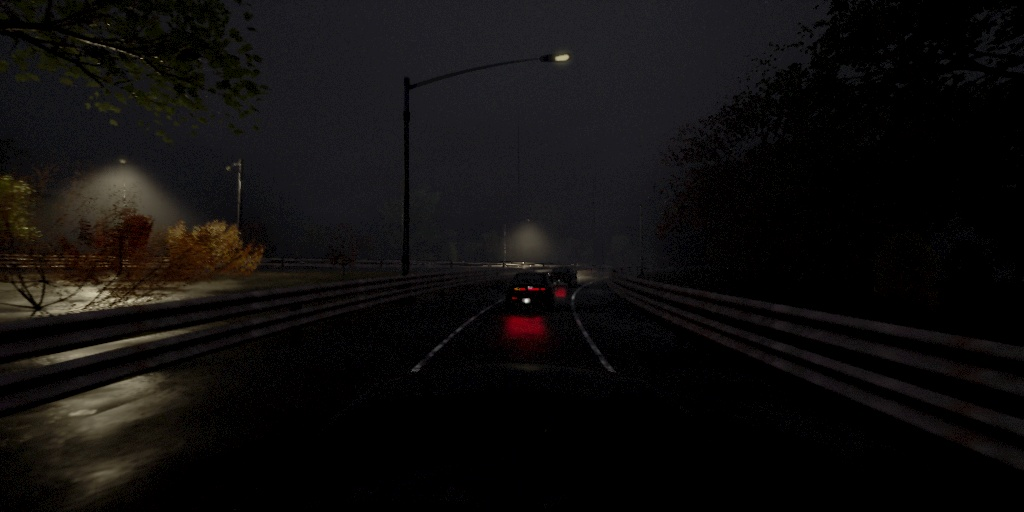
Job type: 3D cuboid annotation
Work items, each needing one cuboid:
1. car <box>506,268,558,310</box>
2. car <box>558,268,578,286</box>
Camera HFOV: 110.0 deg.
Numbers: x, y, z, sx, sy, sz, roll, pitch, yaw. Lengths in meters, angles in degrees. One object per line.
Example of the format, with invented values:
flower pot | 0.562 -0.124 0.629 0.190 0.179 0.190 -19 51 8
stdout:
car | 0.917 1.436 15.780 1.837 1.490 4.892 0 -1 9
car | 4.318 1.707 30.067 1.837 1.490 4.892 0 -1 18
